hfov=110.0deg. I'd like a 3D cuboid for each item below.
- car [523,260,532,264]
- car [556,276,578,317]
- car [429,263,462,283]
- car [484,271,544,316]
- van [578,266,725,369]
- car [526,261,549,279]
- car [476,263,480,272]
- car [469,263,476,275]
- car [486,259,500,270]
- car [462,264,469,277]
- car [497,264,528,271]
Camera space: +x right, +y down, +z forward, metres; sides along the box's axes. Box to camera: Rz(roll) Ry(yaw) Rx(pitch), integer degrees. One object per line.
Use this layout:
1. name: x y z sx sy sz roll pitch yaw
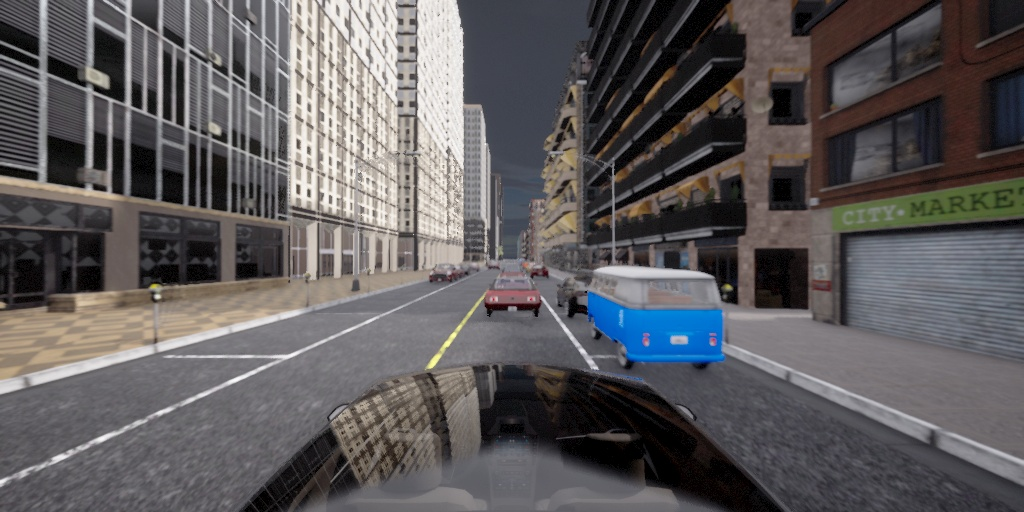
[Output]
1. car: 2.694 1.545 47.322 1.751 1.417 4.829 0 0 0
2. car: 2.692 1.384 13.261 1.948 1.339 4.313 0 0 0
3. car: -5.687 1.357 30.208 1.967 1.591 4.097 0 0 0
4. car: 0.041 1.421 13.684 1.895 1.301 4.718 0 0 0
5. van: 2.691 1.126 7.612 1.690 1.789 3.998 0 0 0
6. car: 2.693 1.497 35.855 1.888 1.381 4.507 0 0 0
7. car: -5.685 1.636 52.801 1.802 1.307 4.207 0 0 0
8. car: -5.687 1.550 41.505 1.948 1.339 4.313 0 0 0
9. car: -3.050 1.574 59.444 1.882 1.535 5.008 0 0 0
10. car: -5.687 1.533 35.855 1.802 1.307 4.207 0 0 0
11. car: 0.042 1.510 28.684 1.895 1.301 4.718 0 0 1
